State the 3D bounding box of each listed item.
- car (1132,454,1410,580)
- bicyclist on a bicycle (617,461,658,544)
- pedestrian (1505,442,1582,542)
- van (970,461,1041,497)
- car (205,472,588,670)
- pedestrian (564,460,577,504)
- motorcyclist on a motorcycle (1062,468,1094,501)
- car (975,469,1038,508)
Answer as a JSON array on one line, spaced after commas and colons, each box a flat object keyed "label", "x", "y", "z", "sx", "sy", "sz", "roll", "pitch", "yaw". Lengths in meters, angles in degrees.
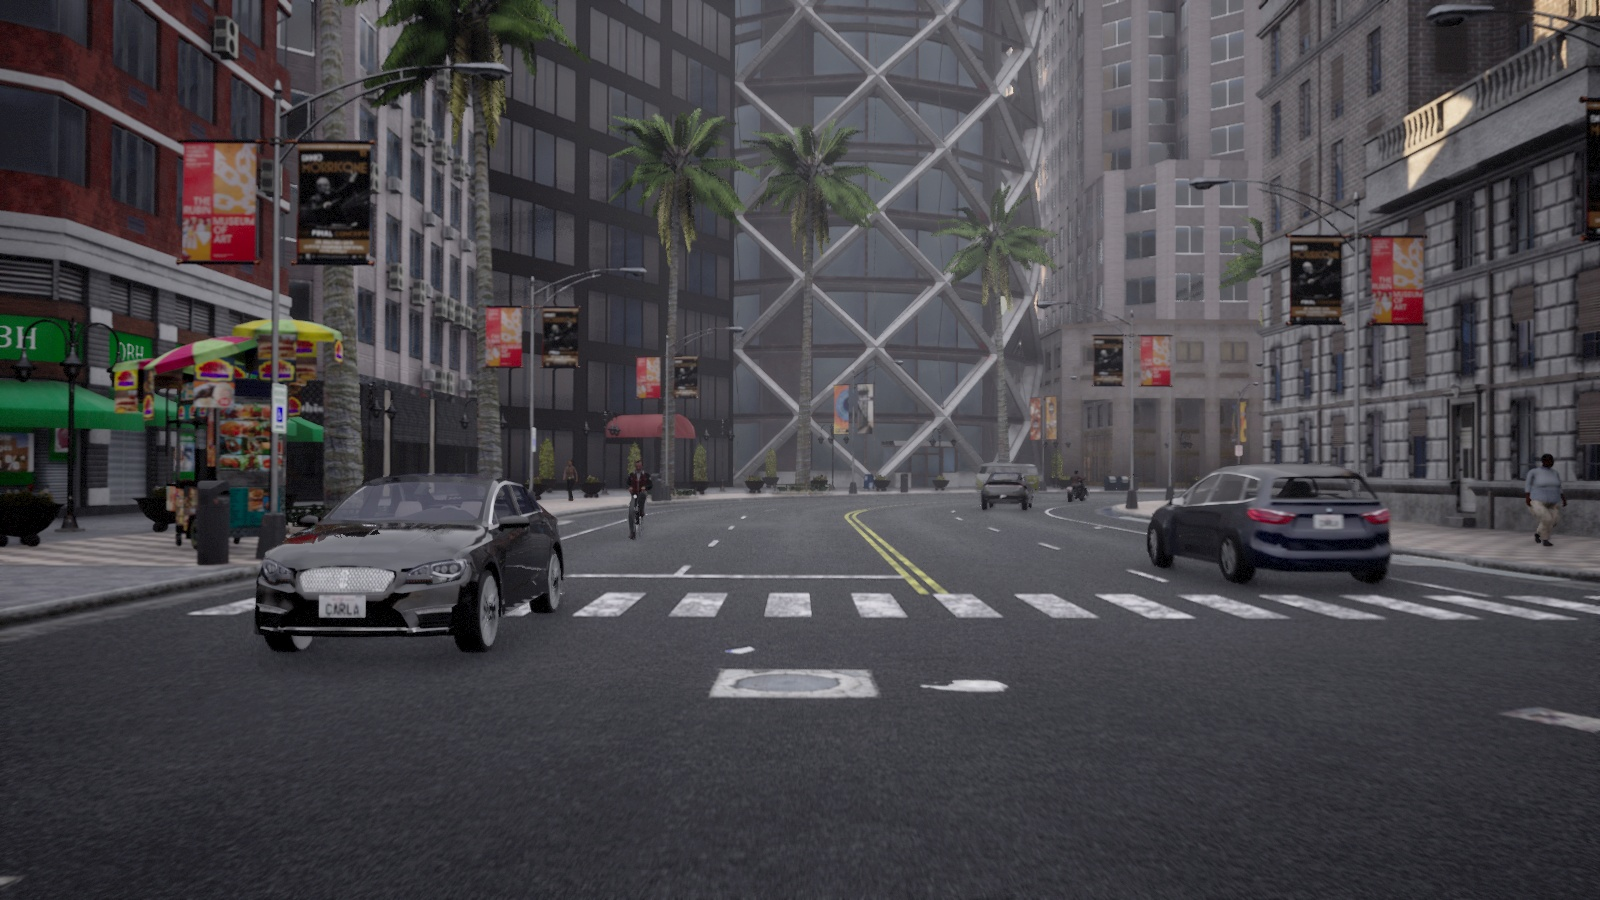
[{"label": "car", "x": 6.957, "y": 0.935, "z": 19.218, "sx": 2.242, "sy": 1.667, "sz": 4.611, "roll": 0, "pitch": -1, "yaw": -4}, {"label": "bicyclist on a bicycle", "x": -3.567, "y": 1.137, "z": 27.635, "sx": 0.659, "sy": 1.776, "sz": 1.843, "roll": 0, "pitch": -1, "yaw": 0}, {"label": "pedestrian", "x": 14.067, "y": 0.791, "z": 23.786, "sx": 0.874, "sy": 1.855, "sz": 0.900, "roll": 0, "pitch": -1, "yaw": -3}, {"label": "van", "x": 11.763, "y": 1.656, "z": 71.654, "sx": 1.775, "sy": 1.987, "sz": 4.442, "roll": -1, "pitch": -1, "yaw": 44}, {"label": "car", "x": -3.530, "y": 0.976, "z": 12.146, "sx": 2.128, "sy": 1.511, "sz": 4.902, "roll": 0, "pitch": -1, "yaw": 0}, {"label": "pedestrian", "x": -9.821, "y": 1.361, "z": 53.667, "sx": 0.331, "sy": 1.846, "sz": 0.634, "roll": 0, "pitch": -1, "yaw": 10}, {"label": "motorcyclist on a motorcycle", "x": 14.011, "y": 1.711, "z": 63.196, "sx": 0.766, "sy": 1.649, "sz": 2.350, "roll": 0, "pitch": -1, "yaw": 33}, {"label": "car", "x": 8.531, "y": 1.553, "z": 51.484, "sx": 2.128, "sy": 1.511, "sz": 4.902, "roll": 0, "pitch": -1, "yaw": 14}]
